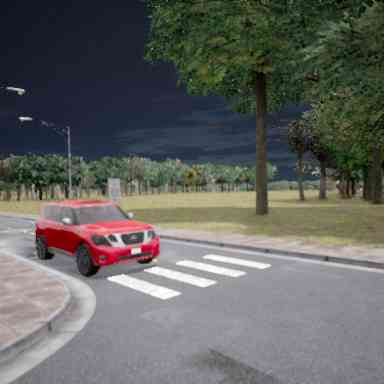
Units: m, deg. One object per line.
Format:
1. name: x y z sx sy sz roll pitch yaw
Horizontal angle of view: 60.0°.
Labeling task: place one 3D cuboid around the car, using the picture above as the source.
1. car: -3.423 1.309 11.128 2.150 2.045 5.566 -2 1 -43
